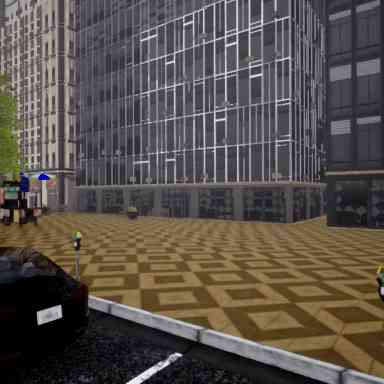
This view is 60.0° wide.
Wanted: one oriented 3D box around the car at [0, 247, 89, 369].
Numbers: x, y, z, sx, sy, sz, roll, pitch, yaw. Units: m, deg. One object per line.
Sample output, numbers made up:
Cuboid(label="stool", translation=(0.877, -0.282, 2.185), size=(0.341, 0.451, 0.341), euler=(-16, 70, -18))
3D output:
Cuboid(label="car", translation=(-3.464, 1.566, 5.359), size=(4.313, 1.339, 1.947), euler=(0, 0, 36))
